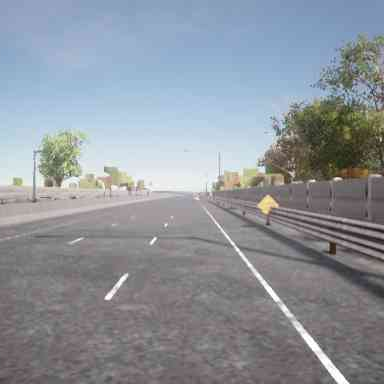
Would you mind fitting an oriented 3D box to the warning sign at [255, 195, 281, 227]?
[{"bbox_3d":[4.549,1.097,19.907,1.300,1.860,1.060,0,0,0],"label":"warning sign"}]

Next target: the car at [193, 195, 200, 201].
[{"bbox_3d":[1.225,1.637,90.096,1.801,1.575,5.366,0,0,0],"label":"car"}]
